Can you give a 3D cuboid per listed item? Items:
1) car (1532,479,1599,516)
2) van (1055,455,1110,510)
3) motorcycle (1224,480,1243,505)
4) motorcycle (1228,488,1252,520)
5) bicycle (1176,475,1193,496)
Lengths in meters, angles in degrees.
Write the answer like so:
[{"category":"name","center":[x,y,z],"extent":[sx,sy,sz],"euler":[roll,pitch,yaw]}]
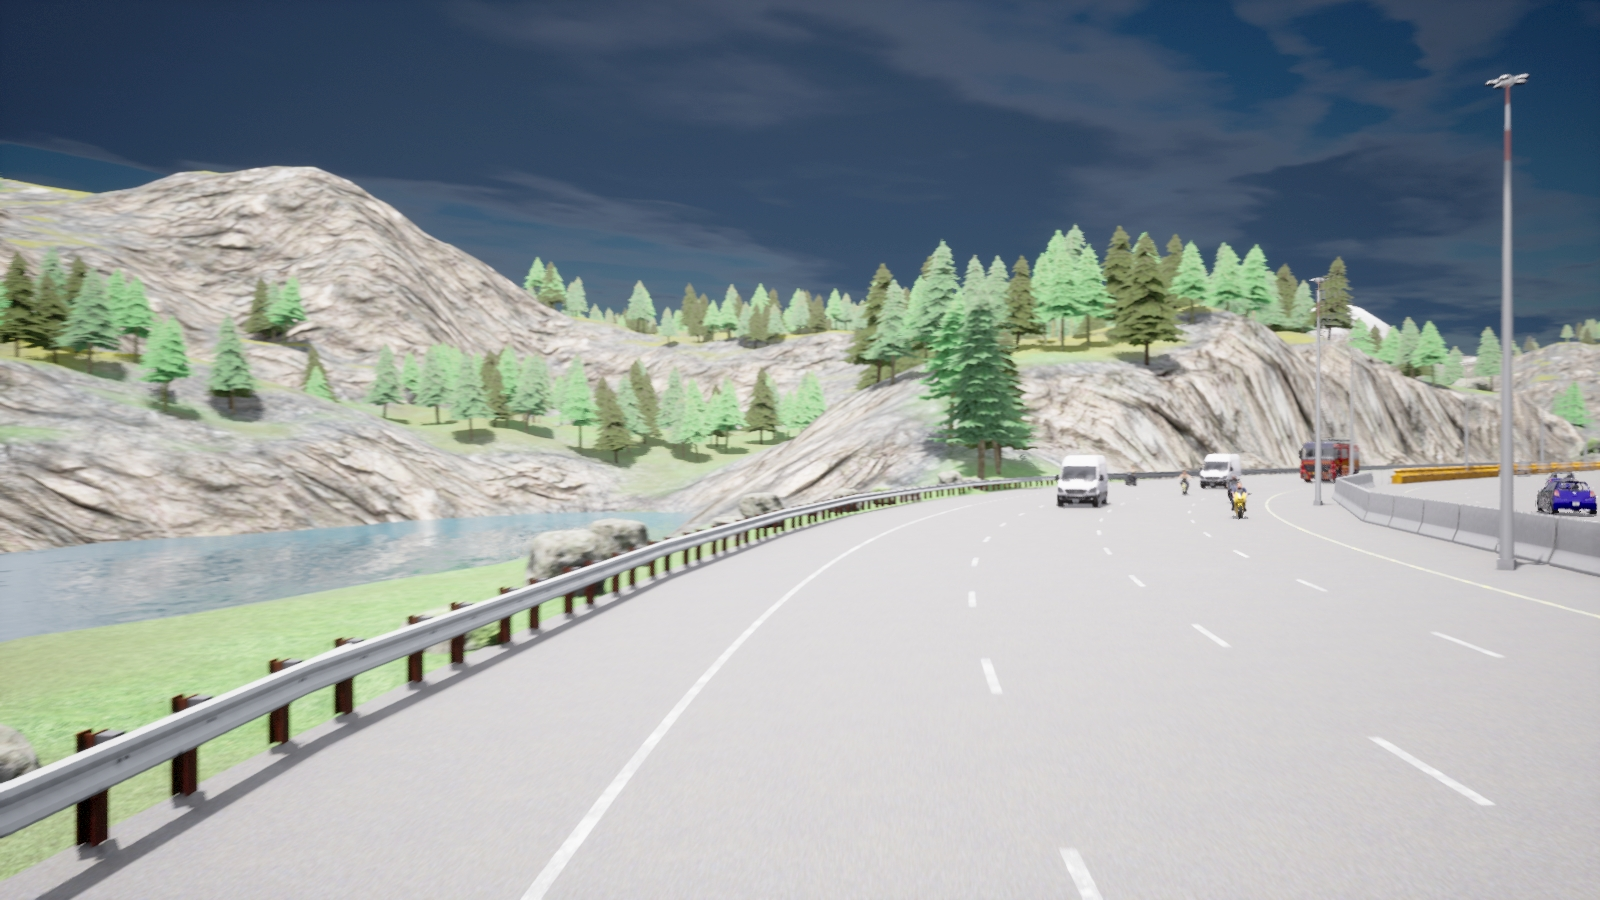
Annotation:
[{"category":"car","center":[34.221,2.102,51.101],"extent":[1.845,1.501,3.633],"euler":[0,0,22]},{"category":"van","center":[14.198,1.561,57.270],"extent":[1.988,2.561,5.915],"euler":[0,0,21]},{"category":"motorcycle","center":[23.106,2.248,60.830],"extent":[0.867,1.251,2.209],"euler":[0,0,23]},{"category":"motorcycle","center":[18.007,2.211,46.834],"extent":[0.803,1.217,2.033],"euler":[0,0,18]},{"category":"bicycle","center":[23.854,2.193,70.929],"extent":[0.859,1.295,1.487],"euler":[1,0,24]}]
